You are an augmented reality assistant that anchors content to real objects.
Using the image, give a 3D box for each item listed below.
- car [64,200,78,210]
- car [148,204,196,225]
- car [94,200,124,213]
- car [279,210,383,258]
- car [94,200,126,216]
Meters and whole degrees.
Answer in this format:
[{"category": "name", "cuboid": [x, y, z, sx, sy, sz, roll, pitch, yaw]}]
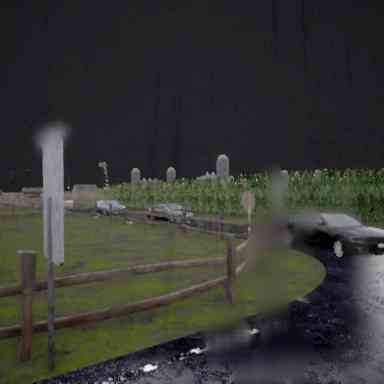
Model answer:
[{"category": "car", "cuboid": [-18.151, 1.921, 48.759, 1.812, 1.442, 4.674, -1, 0, -35]}, {"category": "car", "cuboid": [-1.623, 1.645, 25.399, 2.128, 1.511, 4.902, -1, 0, -35]}, {"category": "car", "cuboid": [-10.844, 1.788, 43.432, 2.128, 1.511, 4.902, -1, 0, -35]}, {"category": "car", "cuboid": [5.475, 1.526, 13.356, 1.882, 1.535, 5.008, 0, -1, -18]}, {"category": "car", "cuboid": [-8.792, 1.606, 35.472, 2.097, 1.767, 4.553, -1, 0, -35]}]
